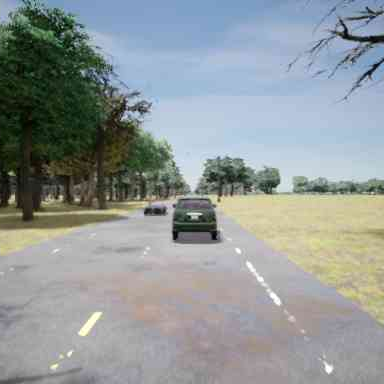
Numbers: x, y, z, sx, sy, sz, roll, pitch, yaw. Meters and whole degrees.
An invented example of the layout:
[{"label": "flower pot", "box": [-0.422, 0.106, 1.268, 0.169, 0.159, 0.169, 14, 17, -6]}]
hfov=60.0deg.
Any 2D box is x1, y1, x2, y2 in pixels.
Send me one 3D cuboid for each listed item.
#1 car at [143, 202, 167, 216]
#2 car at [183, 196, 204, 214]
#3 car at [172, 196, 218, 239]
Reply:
[{"label": "car", "box": [-3.527, 1.615, 32.347, 1.895, 1.301, 4.718, 0, 0, 0]}, {"label": "car", "box": [0.158, 1.370, 35.671, 2.097, 1.767, 4.553, 0, 0, 0]}, {"label": "car", "box": [0.141, 1.229, 17.536, 2.150, 2.045, 5.566, 0, 0, 1]}]
